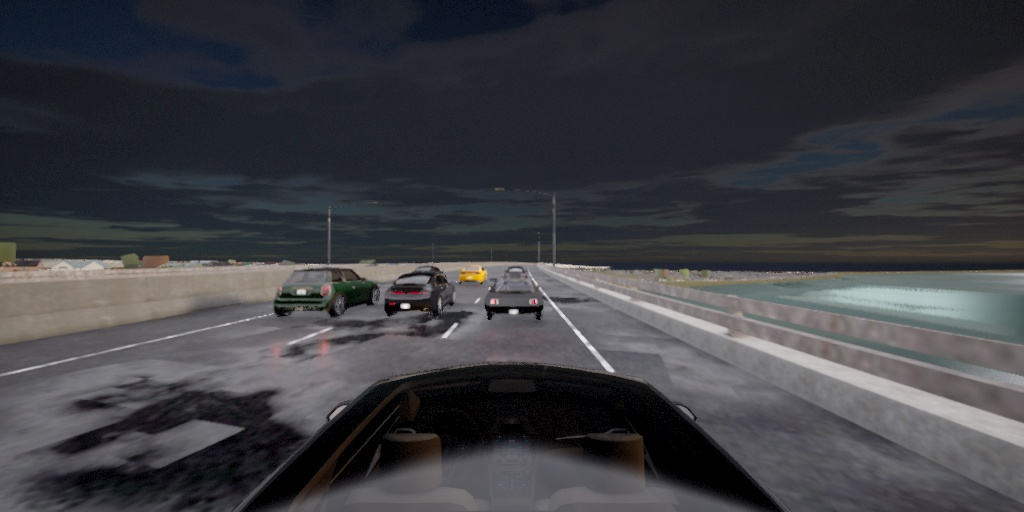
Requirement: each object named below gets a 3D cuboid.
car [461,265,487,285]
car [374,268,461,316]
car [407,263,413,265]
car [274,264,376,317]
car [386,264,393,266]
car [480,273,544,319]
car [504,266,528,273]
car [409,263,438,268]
[{"bbox_3d":[-3.169,1.525,30.053,1.882,1.535,5.008,0,0,1],"label":"car"},{"bbox_3d":[-3.391,1.379,13.967,1.837,1.490,4.892,0,0,1],"label":"car"},{"bbox_3d":[-16.500,1.896,59.625,1.837,1.490,4.892,0,-1,2],"label":"car"},{"bbox_3d":[-6.891,1.224,13.914,2.097,1.767,4.553,0,-1,1],"label":"car"},{"bbox_3d":[-19.990,1.958,59.791,1.994,1.385,4.181,0,-1,3],"label":"car"},{"bbox_3d":[0.098,1.467,13.320,1.895,1.301,4.718,0,-1,1],"label":"car"},{"bbox_3d":[0.318,1.567,29.576,1.812,1.442,4.674,0,0,1],"label":"car"},{"bbox_3d":[-6.699,1.542,28.952,1.837,1.490,4.892,0,0,1],"label":"car"}]
